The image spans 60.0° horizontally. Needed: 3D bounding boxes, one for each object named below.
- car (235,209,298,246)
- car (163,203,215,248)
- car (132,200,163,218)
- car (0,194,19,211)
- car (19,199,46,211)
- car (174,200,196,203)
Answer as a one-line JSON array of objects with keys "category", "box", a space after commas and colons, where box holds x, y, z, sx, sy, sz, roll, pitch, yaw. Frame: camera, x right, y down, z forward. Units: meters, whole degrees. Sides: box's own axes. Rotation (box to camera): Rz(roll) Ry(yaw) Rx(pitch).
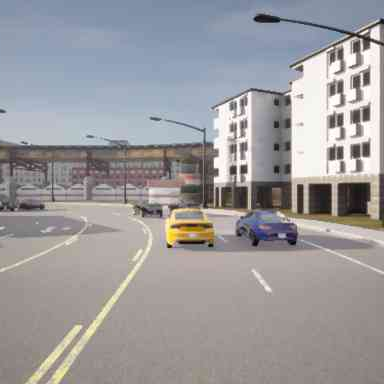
[{"category": "car", "box": [3.267, 1.516, 15.133, 1.812, 1.442, 4.674, 0, 0, -5]}, {"category": "car", "box": [-0.218, 1.468, 14.806, 1.882, 1.535, 5.008, 0, 0, -5]}, {"category": "car", "box": [-4.031, 1.460, 29.811, 2.128, 1.511, 4.902, 0, 0, -23]}, {"category": "car", "box": [-22.311, 1.282, 38.258, 5.566, 2.045, 2.150, 0, 0, 43]}, {"category": "car", "box": [-19.939, 1.554, 40.832, 5.357, 1.411, 2.033, 0, 0, 43]}, {"category": "car", "box": [-0.814, 1.459, 31.188, 2.128, 1.511, 4.902, 0, 0, -23]}]
